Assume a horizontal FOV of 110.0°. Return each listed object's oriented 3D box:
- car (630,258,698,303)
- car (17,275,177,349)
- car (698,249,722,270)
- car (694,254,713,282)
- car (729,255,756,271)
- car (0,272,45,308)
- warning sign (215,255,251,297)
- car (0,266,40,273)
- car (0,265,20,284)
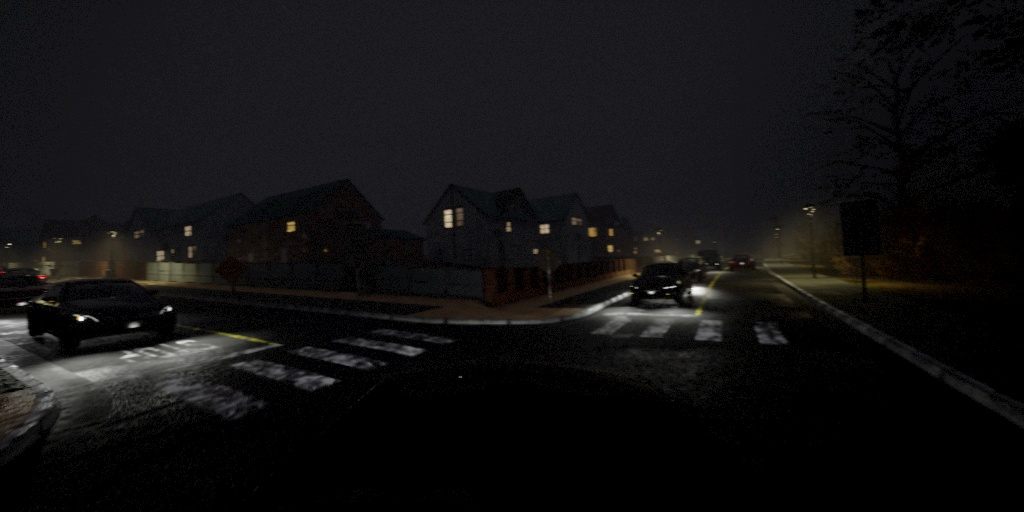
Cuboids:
[{"bbox_3d":[6.420,1.052,15.227,1.837,1.490,4.892,-4,-1,33],"label":"car"},{"bbox_3d":[-10.726,1.324,9.322,4.674,1.442,1.812,0,0,28],"label":"car"},{"bbox_3d":[20.024,0.360,36.602,2.150,2.045,5.566,-4,-1,33],"label":"car"},{"bbox_3d":[11.660,0.868,23.665,2.128,1.511,4.902,-4,-1,32],"label":"car"},{"bbox_3d":[21.118,0.578,32.898,1.994,1.385,4.181,-4,-1,34],"label":"car"},{"bbox_3d":[-20.209,1.486,14.409,4.718,1.301,1.895,0,0,28],"label":"car"},{"bbox_3d":[-12.832,0.898,16.549,1.060,1.860,1.300,0,0,28],"label":"warning sign"},{"bbox_3d":[-35.564,1.558,25.927,5.357,1.411,2.033,-1,0,29],"label":"car"},{"bbox_3d":[-44.397,1.586,30.607,4.902,1.511,2.128,-1,0,28],"label":"car"}]
